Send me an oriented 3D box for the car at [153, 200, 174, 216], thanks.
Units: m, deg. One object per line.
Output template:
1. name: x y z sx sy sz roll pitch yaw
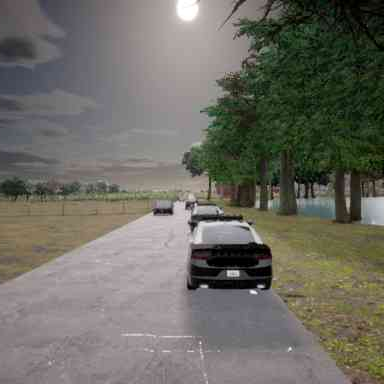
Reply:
1. car: -2.835 1.565 34.142 1.882 1.535 5.008 0 0 0

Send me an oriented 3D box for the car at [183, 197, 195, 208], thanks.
1. car: 0.046 1.638 47.683 1.882 1.535 5.008 0 0 1

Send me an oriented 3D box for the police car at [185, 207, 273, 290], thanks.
1. police car: 0.829 1.435 9.252 1.930 1.638 5.238 0 0 0

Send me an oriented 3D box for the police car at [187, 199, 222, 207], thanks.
1. police car: 0.833 1.458 19.253 1.930 1.638 5.238 0 0 0

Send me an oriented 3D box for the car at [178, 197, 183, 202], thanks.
1. car: -2.714 2.004 90.120 2.128 1.511 4.902 0 -1 0

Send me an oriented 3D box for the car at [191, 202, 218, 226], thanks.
1. car: 0.835 1.557 25.143 1.837 1.490 4.892 0 0 0
